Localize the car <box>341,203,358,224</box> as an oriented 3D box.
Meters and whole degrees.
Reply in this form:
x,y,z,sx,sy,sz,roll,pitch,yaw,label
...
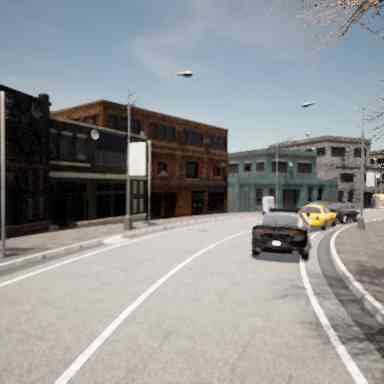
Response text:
x,y,z,sx,sy,sz,roll,pitch,yaw,label
11.277,1.587,25.621,1.837,1.490,4.892,2,1,42,car

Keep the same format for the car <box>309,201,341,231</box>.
x,y,z,sx,sy,sz,roll,pitch,yaw,label
7.937,1.496,21.357,1.801,1.575,5.366,1,0,34,car

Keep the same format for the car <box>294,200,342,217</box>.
x,y,z,sx,sy,sz,roll,pitch,yaw,label
12.558,1.585,33.073,5.357,1.411,2.033,1,1,-39,car

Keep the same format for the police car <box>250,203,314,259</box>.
x,y,z,sx,sy,sz,roll,pitch,yaw,label
3.593,1.429,13.012,1.930,1.638,5.238,1,0,21,police car
